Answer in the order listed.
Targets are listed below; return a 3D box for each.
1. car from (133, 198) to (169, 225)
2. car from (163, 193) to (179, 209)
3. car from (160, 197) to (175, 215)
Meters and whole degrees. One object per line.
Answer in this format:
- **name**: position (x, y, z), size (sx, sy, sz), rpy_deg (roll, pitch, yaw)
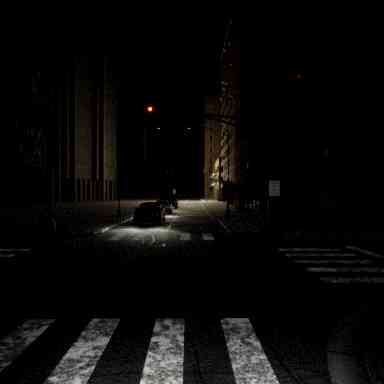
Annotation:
- **car**: position (-3.053, 1.479, 24.448), size (1.882, 1.535, 5.008), rpy_deg (0, 0, 0)
- **car**: position (-3.001, 1.222, 45.122), size (2.150, 2.045, 5.566), rpy_deg (0, 0, 1)
- **car**: position (-3.036, 1.527, 34.412), size (1.812, 1.442, 4.674), rpy_deg (0, 0, 0)
